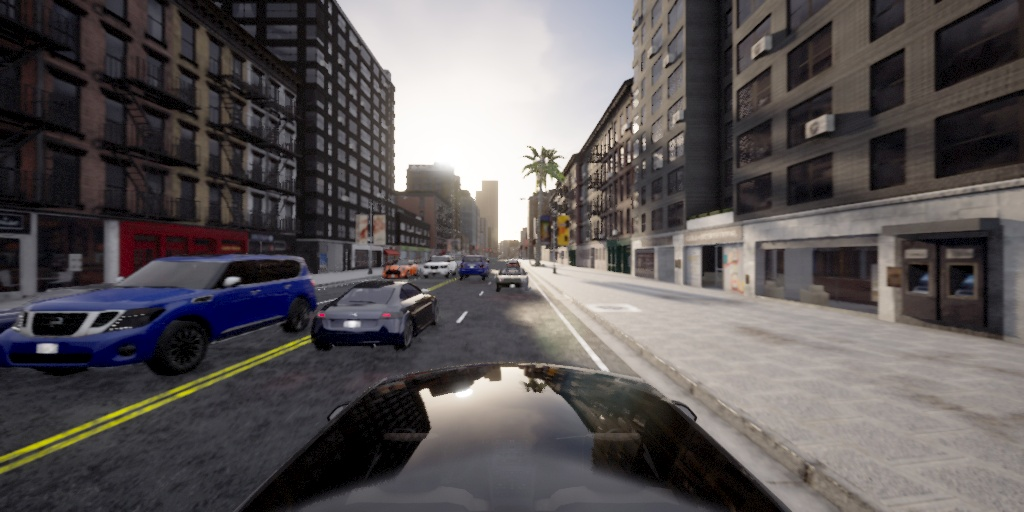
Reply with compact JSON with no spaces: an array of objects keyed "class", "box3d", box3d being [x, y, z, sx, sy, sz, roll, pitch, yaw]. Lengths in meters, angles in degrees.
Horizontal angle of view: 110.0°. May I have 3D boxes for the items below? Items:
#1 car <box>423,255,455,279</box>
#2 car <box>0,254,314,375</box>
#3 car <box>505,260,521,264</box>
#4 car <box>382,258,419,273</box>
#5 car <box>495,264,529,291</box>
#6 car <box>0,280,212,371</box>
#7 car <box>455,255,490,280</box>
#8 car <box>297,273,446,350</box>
[{"class":"car","box3d":[-6.513,0.946,32.856,2.150,2.045,5.566,0,0,1]},{"class":"car","box3d":[-6.575,0.970,7.841,2.150,2.045,5.566,0,0,0]},{"class":"car","box3d":[0.123,1.217,47.146,1.837,1.490,4.892,0,1,0]},{"class":"car","box3d":[-9.775,1.075,31.734,2.097,1.767,4.553,0,0,0]},{"class":"car","box3d":[0.042,1.333,21.689,1.895,1.301,4.718,0,0,1]},{"class":"car","box3d":[-9.812,1.347,8.228,1.895,1.301,4.718,0,0,0]},{"class":"car","box3d":[-3.142,0.947,30.819,2.150,2.045,5.566,0,0,0]},{"class":"car","box3d":[-3.146,1.309,9.071,1.994,1.385,4.181,0,0,0]}]
